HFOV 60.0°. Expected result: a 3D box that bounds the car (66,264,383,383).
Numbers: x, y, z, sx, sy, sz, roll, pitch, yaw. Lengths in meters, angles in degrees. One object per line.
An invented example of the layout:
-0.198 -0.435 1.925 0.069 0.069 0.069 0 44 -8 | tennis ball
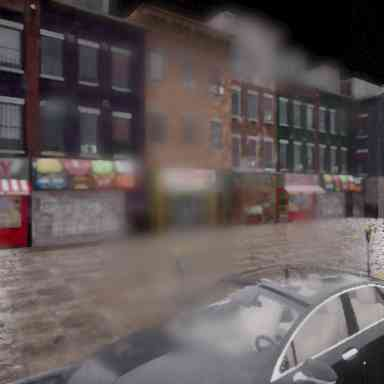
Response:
0.916 1.548 3.469 4.403 1.369 2.008 0 0 -35 | car
